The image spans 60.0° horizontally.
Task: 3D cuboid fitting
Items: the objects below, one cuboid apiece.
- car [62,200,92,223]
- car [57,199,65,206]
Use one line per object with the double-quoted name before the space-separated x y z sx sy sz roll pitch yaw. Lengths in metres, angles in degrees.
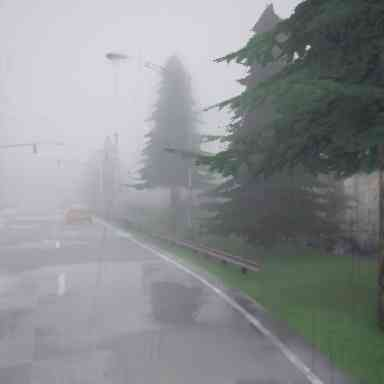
"car" -9.679 1.757 28.148 1.882 1.535 5.008 0 -1 -24
"car" -27.274 2.169 70.007 1.994 1.385 4.181 0 -1 -23
